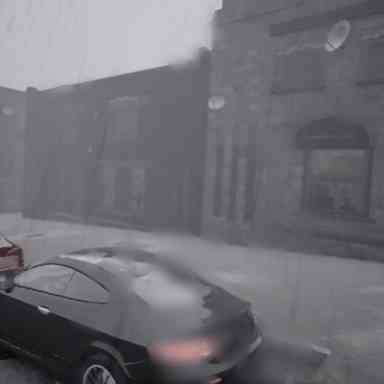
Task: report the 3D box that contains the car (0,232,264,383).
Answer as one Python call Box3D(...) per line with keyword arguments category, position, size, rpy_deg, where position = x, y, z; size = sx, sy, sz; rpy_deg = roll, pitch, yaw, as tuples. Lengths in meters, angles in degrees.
Box3D(category="car", position=(-1.350, 1.491, 4.535), size=(4.674, 1.452, 2.002), rpy_deg=(1, -1, 36))
